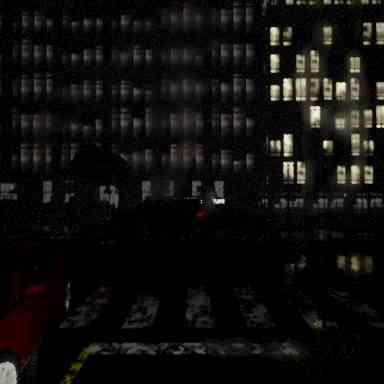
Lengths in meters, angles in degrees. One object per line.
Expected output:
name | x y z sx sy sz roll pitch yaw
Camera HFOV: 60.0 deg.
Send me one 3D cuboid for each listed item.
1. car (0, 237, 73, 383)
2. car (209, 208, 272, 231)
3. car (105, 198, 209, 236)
car | -2.988 1.504 4.629 1.882 1.535 5.008 1 -1 -9
car | 2.450 1.778 21.945 5.357 1.411 2.033 1 -1 1
car | -1.979 1.357 18.744 5.566 2.045 2.150 0 -1 1
